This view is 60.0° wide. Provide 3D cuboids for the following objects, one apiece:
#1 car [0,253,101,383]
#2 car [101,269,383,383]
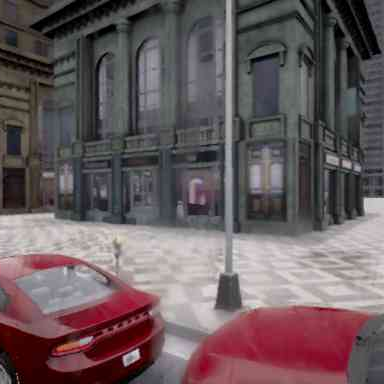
[{"bbox_3d":[-2.436,1.563,4.698,4.507,1.381,1.887,0,0,36],"label":"car"},{"bbox_3d":[2.151,1.311,1.424,5.009,1.841,2.192,0,0,36],"label":"car"}]
